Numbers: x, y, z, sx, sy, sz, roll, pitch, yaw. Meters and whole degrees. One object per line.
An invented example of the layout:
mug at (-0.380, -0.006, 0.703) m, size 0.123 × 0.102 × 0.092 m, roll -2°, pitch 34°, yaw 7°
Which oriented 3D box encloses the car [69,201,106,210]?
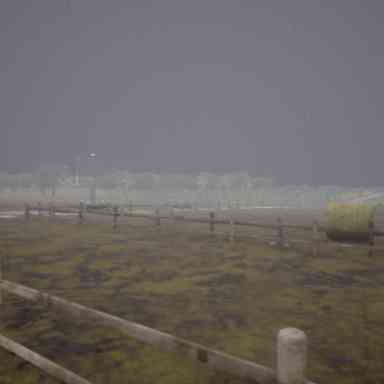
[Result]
car at (-13.809, 1.837, 43.918) m, size 1.895 × 1.301 × 4.718 m, roll 2°, pitch 0°, yaw 35°

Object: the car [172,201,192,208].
car at (-1.732, 2.345, 60.904) m, size 1.994 × 1.385 × 4.181 m, roll 2°, pitch -1°, yaw 35°
